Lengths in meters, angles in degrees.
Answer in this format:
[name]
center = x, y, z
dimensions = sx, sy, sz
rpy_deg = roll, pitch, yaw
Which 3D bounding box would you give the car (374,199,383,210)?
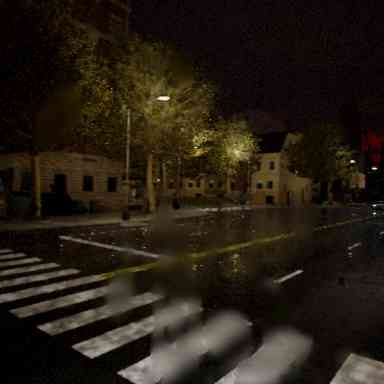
[car]
center = 28.601, 2.081, 49.788
dimensions = 1.895, 1.301, 4.718
rpy_deg = 2, 0, 39
